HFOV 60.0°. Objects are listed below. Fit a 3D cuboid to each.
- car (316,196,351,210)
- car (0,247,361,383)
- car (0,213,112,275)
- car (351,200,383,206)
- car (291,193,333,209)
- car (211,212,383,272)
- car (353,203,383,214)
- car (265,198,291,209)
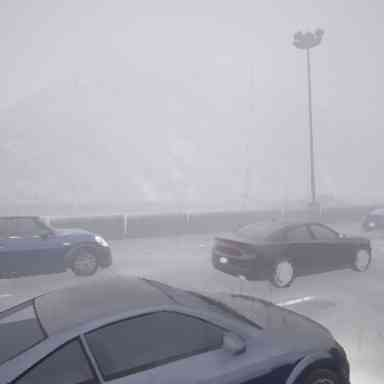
[{"bbox_3d":[16.716,1.533,38.035,4.181,1.385,1.994,0,0,-31],"label":"car"},{"bbox_3d":[-0.467,1.563,3.116,4.181,1.385,1.994,0,0,-31],"label":"car"},{"bbox_3d":[-4.518,1.352,8.851,4.553,1.767,2.097,0,0,-31],"label":"car"},{"bbox_3d":[19.741,1.568,35.763,4.718,1.301,1.895,0,0,-31],"label":"car"},{"bbox_3d":[15.426,1.191,41.343,5.566,2.045,2.150,0,0,-31],"label":"car"},{"bbox_3d":[2.865,1.471,9.177,5.008,1.535,1.882,0,0,-31],"label":"car"},{"bbox_3d":[11.197,1.508,18.220,4.674,1.442,1.812,0,0,-31],"label":"car"},{"bbox_3d":[11.673,1.498,43.168,4.674,1.442,1.812,0,0,-31],"label":"car"}]
